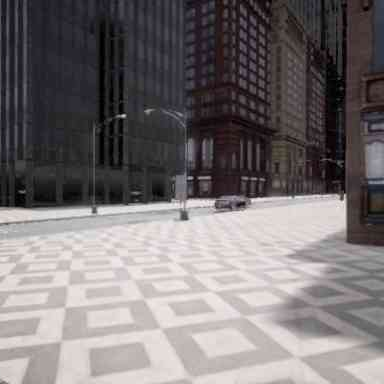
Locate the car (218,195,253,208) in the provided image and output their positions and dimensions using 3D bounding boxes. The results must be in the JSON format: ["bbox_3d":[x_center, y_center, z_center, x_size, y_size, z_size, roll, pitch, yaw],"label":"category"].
[{"bbox_3d":[5.473,1.104,41.169,2.033,1.411,5.357,1,1,36],"label":"car"}]

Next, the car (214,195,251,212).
[{"bbox_3d":[4.092,1.137,33.884,2.128,1.511,4.902,1,1,35],"label":"car"}]
